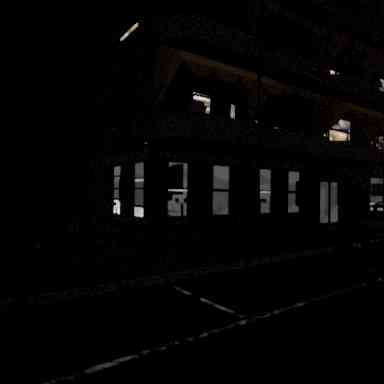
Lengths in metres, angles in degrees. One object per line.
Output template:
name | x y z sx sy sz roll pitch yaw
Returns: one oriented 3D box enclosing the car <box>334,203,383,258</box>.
car | 7.073 1.310 11.584 5.009 1.841 2.192 0 1 -35
